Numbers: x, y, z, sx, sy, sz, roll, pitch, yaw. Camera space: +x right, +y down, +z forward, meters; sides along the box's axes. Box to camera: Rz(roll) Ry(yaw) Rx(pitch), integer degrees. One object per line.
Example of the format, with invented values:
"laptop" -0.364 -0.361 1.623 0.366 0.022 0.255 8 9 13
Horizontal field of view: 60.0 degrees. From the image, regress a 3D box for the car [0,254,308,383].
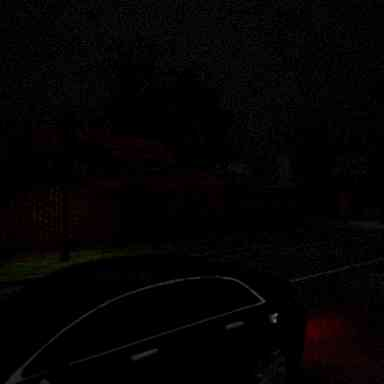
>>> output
"car" -0.836 1.506 3.388 4.892 1.490 1.837 1 0 -35
